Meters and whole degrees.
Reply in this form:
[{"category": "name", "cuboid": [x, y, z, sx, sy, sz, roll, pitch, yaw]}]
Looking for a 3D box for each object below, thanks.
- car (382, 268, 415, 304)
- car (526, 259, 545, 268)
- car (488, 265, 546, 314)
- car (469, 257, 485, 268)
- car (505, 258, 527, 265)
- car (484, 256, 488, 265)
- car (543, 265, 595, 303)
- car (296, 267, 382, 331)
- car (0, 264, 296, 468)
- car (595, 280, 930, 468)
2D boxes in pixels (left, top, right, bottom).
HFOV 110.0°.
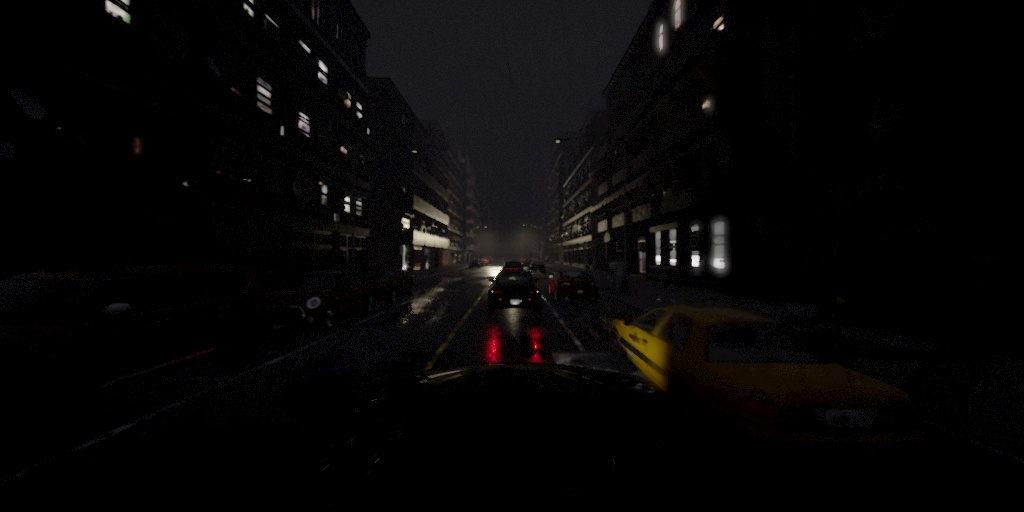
[{"category": "car", "cuboid": [-5.699, 1.266, 16.305, 1.888, 1.381, 4.507, 0, 0, 0]}, {"category": "car", "cuboid": [2.671, 1.226, 38.849, 2.007, 1.370, 4.403, 0, 0, 0]}, {"category": "car", "cuboid": [0.096, 1.252, 13.470, 1.812, 1.442, 4.674, 0, 0, 0]}, {"category": "car", "cuboid": [-5.718, 1.189, 55.757, 2.007, 1.370, 4.403, 0, 0, 0]}, {"category": "car", "cuboid": [0.085, 1.195, 31.316, 1.837, 1.490, 4.892, 0, 0, 0]}, {"category": "car", "cuboid": [-5.721, 1.177, 61.394, 2.007, 1.370, 4.403, 0, 0, 0]}, {"category": "car", "cuboid": [2.682, 1.266, 16.304, 1.888, 1.381, 4.507, 0, 0, 0]}, {"category": "car", "cuboid": [-5.696, 1.172, 10.667, 1.967, 1.591, 4.097, 0, 0, 0]}, {"category": "car", "cuboid": [-5.693, 1.058, 5.032, 2.192, 1.841, 5.009, 0, 0, 0]}, {"category": "car", "cuboid": [2.687, 1.269, 5.202, 1.751, 1.417, 4.829, 0, 0, 0]}]
